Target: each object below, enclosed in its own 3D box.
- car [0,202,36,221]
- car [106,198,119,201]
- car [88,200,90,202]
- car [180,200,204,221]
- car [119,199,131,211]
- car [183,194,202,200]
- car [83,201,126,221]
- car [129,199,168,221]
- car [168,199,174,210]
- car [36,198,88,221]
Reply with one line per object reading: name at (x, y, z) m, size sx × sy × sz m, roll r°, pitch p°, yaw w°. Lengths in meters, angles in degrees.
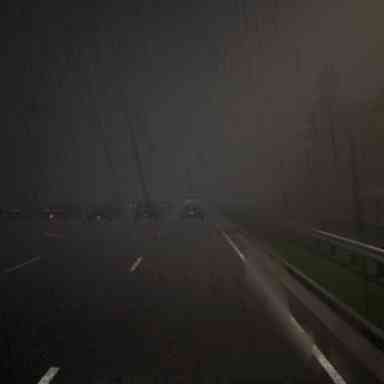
car at (-13.979, 1.553, 27.192) m, size 1.812 × 1.442 × 4.674 m, roll 0°, pitch 0°, yaw 0°
car at (-10.422, 1.522, 44.409) m, size 1.882 × 1.535 × 5.008 m, roll 0°, pitch 0°, yaw 0°
car at (-13.935, 1.549, 42.043) m, size 1.837 × 1.490 × 4.892 m, roll 0°, pitch 1°, yaw 0°
car at (0.025, 1.591, 27.810) m, size 1.994 × 1.385 × 4.181 m, roll 0°, pitch 0°, yaw 1°
car at (-6.948, 1.588, 40.339) m, size 2.033 × 1.411 × 5.357 m, roll 0°, pitch 0°, yaw 1°
car at (0.069, 1.265, 42.625) m, size 2.150 × 2.045 × 5.566 m, roll 0°, pitch 0°, yaw 0°
car at (-6.982, 1.628, 27.062) m, size 1.895 × 1.301 × 4.718 m, roll 0°, pitch 0°, yaw 0°
car at (-3.475, 1.520, 27.331) m, size 2.128 × 1.511 × 4.902 m, roll 0°, pitch 0°, yaw 0°
car at (-3.429, 1.607, 43.016) m, size 1.994 × 1.385 × 4.181 m, roll 0°, pitch 0°, yaw 0°
car at (-10.476, 1.534, 27.252) m, size 1.837 × 1.490 × 4.892 m, roll 0°, pitch 0°, yaw 0°
